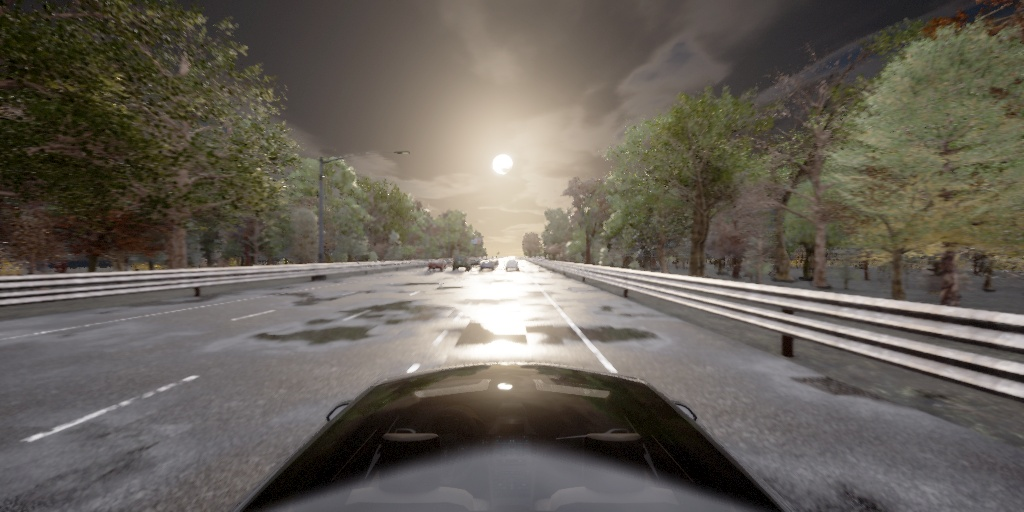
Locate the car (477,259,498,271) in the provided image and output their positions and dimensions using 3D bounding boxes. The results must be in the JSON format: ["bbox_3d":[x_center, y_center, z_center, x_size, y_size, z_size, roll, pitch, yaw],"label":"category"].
[{"bbox_3d":[-3.479,1.344,51.150,1.994,1.385,4.181,0,0,0],"label":"car"}]

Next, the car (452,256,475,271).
[{"bbox_3d":[-6.983,0.995,50.442,2.150,2.045,5.566,0,0,0],"label":"car"}]

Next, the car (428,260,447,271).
[{"bbox_3d":[-10.481,1.258,50.662,1.882,1.535,5.008,0,0,0],"label":"car"}]

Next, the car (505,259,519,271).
[{"bbox_3d":[0.018,1.305,50.968,1.812,1.442,4.674,0,0,0],"label":"car"}]
